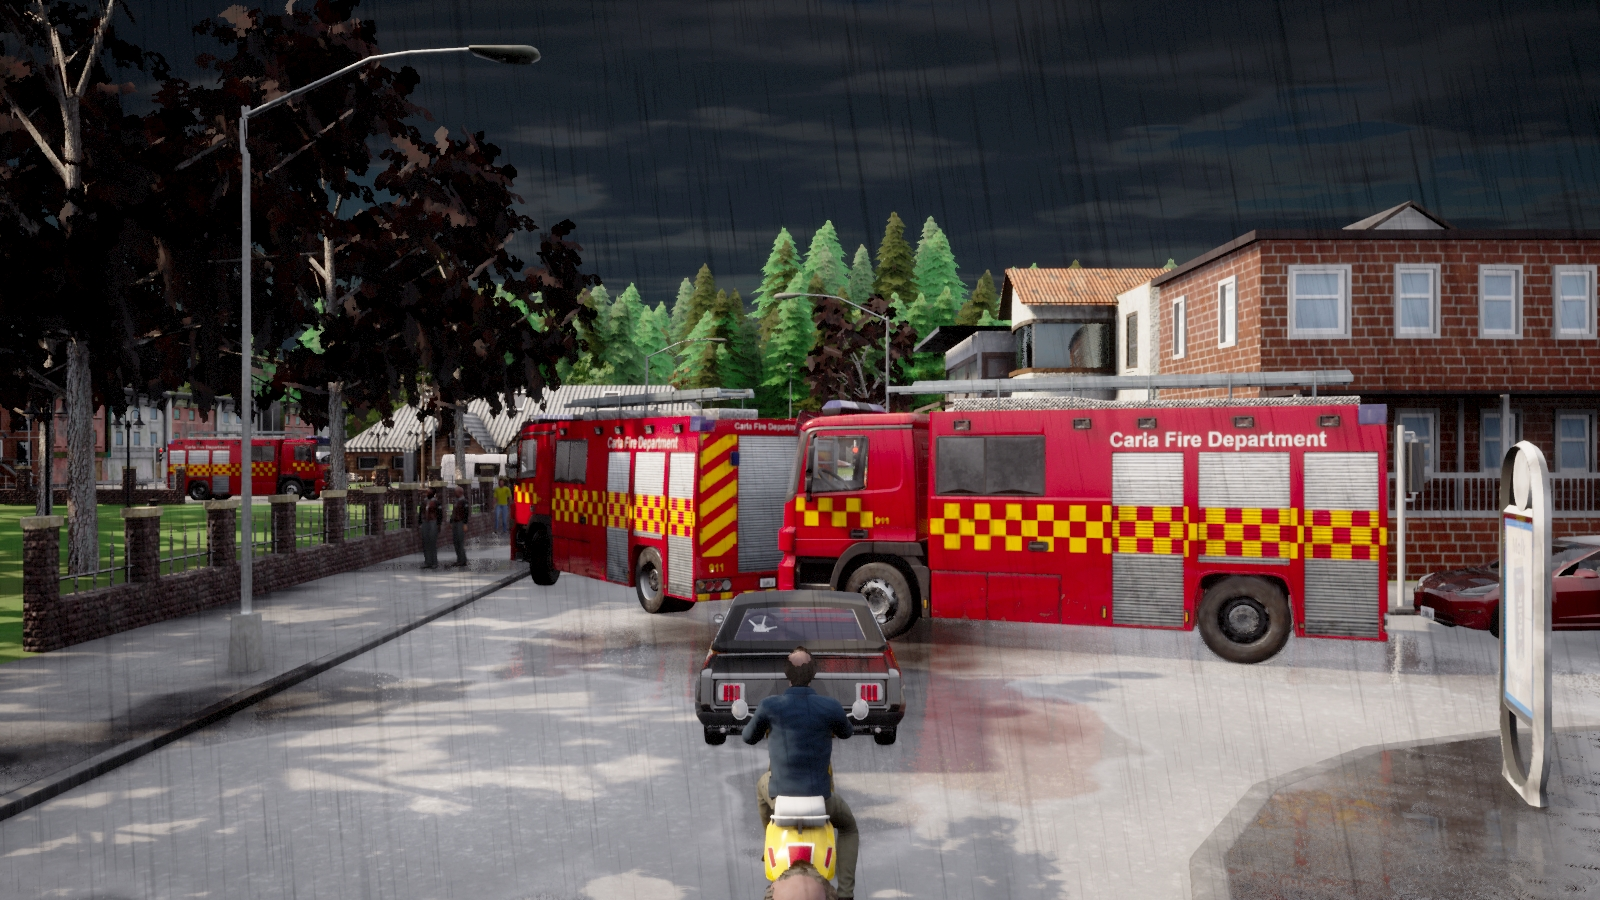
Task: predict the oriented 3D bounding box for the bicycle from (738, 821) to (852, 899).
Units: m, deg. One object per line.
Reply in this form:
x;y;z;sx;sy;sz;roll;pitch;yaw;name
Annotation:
-0.015;1.938;3.086;0.329;1.271;1.835;0;0;0;bicycle

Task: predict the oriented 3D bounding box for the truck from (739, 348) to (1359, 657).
3.548;0.662;17.093;8.468;3.827;2.891;0;0;22;truck

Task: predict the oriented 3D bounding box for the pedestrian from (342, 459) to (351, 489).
-28.265;1.496;71.213;0.375;1.860;0.375;0;0;7;pedestrian

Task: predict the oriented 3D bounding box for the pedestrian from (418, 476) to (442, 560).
-8.298;1.514;25.602;0.375;1.860;0.375;0;0;10;pedestrian

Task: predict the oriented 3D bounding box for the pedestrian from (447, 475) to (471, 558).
-7.786;1.514;26.077;0.375;1.860;0.375;0;0;44;pedestrian

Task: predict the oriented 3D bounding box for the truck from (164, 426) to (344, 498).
-29.853;0.645;62.699;8.468;3.827;2.891;0;0;1;truck

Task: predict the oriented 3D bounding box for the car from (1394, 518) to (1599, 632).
11.947;1.835;17.293;4.792;1.488;2.163;0;0;0;car

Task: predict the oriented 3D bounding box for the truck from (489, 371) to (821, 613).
-3.228;0.662;22.435;2.891;3.827;8.468;0;0;-34;truck

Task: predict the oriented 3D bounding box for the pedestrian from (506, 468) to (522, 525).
-9.373;1.509;37.409;0.375;1.860;0.375;0;0;43;pedestrian

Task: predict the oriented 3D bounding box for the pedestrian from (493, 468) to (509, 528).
-9.362;1.511;35.792;0.375;1.860;0.375;0;0;2;pedestrian

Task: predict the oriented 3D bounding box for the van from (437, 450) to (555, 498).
-16.613;1.289;62.612;5.915;2.561;1.988;0;0;0;van

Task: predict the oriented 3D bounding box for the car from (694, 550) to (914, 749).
0.033;1.930;12.217;1.895;1.301;4.718;0;0;0;car
